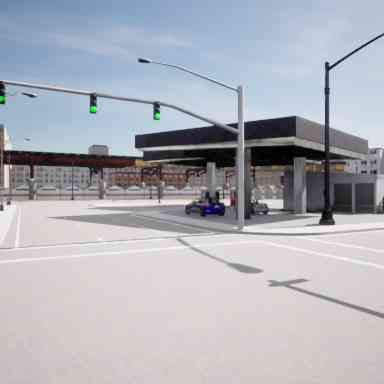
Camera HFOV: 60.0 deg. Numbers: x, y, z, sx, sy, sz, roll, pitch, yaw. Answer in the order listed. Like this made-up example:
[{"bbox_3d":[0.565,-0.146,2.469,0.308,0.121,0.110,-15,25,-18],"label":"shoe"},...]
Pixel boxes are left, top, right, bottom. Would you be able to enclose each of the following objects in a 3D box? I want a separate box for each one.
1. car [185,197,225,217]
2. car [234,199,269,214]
[{"bbox_3d":[1.117,1.295,30.222,2.242,1.667,4.611,0,0,-27],"label":"car"},{"bbox_3d":[5.882,1.456,33.520,1.970,1.475,3.806,0,0,-27],"label":"car"}]
